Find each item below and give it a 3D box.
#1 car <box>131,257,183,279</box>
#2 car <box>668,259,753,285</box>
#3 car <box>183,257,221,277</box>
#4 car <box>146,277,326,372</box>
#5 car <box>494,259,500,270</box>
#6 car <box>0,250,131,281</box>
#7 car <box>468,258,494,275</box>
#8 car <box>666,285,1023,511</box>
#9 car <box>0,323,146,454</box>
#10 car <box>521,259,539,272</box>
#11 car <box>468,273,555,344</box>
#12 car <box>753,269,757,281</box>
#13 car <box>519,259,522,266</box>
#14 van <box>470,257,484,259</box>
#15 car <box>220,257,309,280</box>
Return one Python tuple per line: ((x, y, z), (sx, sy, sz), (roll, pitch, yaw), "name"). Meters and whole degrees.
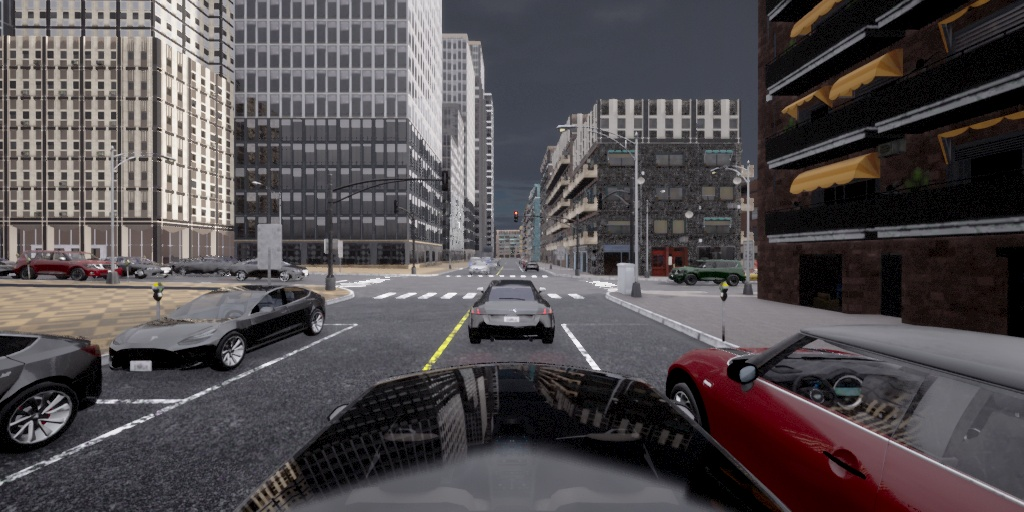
((-26.360, 0.780, 24.802), (4.902, 1.511, 2.128), (1, 0, -1), "car")
((15.514, 1.290, 28.581), (5.566, 2.045, 2.150), (1, 0, -1), "car")
((-23.512, 0.824, 28.030), (4.902, 1.511, 2.128), (1, 0, -1), "car")
((-5.702, 1.315, 7.684), (1.948, 1.339, 4.313), (0, 0, 0), "car")
((-3.226, 1.356, 52.205), (1.895, 1.301, 4.718), (0, 0, 0), "car")
((-27.436, 0.591, 22.195), (5.009, 1.841, 2.192), (0, 0, -1), "car")
((-3.386, 1.277, 38.254), (1.812, 1.442, 4.674), (0, 0, 3), "car")
((2.693, 1.190, 2.460), (1.967, 1.591, 4.097), (0, 0, 0), "car")
((-5.688, 1.316, 2.437), (1.948, 1.339, 4.313), (0, 0, 0), "car")
((2.575, 1.319, 47.351), (1.948, 1.339, 4.313), (0, 0, 0), "car")
((-0.015, 1.314, 9.616), (1.994, 1.385, 4.181), (0, 0, 0), "car")
((21.291, 1.698, 31.256), (4.829, 1.417, 1.751), (0, 0, -1), "car")
((2.548, 1.301, 57.318), (1.888, 1.381, 4.507), (0, 0, 0), "car")
((-5.833, 1.097, 57.295), (1.690, 1.789, 3.998), (0, 0, 0), "van")
((-16.787, 0.959, 24.939), (4.902, 1.511, 2.128), (1, 0, -1), "car")
